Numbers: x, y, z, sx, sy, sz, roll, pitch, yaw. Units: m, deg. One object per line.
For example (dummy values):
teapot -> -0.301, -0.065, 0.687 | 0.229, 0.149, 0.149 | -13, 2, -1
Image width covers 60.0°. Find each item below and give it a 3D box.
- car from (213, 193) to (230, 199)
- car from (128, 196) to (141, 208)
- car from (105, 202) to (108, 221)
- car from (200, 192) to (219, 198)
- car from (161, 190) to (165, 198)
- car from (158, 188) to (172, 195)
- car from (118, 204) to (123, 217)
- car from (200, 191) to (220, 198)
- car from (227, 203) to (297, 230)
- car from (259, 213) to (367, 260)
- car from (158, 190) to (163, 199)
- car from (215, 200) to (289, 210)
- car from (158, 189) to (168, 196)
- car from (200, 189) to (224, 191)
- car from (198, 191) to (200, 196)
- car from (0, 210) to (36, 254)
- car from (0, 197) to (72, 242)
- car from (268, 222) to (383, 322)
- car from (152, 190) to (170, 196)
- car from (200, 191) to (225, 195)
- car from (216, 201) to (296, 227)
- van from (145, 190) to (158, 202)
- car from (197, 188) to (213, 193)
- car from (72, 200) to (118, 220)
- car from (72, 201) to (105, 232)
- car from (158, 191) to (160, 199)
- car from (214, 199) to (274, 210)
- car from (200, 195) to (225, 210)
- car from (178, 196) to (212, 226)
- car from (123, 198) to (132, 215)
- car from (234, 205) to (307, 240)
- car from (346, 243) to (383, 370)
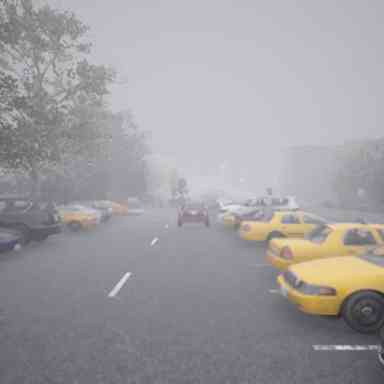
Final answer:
car -> 4.122, 1.302, 43.166 | 1.812, 1.442, 4.674 | 1, 2, 13
car -> -7.835, 1.329, 43.928 | 1.812, 1.442, 4.674 | 0, 2, -6
car -> -8.532, 1.592, 22.780 | 4.674, 1.452, 2.002 | 0, 0, 0
car -> 4.344, 0.650, 83.209 | 4.792, 1.488, 2.163 | 0, 2, 0
car -> -8.965, 0.890, 69.223 | 5.366, 1.575, 1.946 | 0, 1, 0
car -> -8.571, 0.352, 91.401 | 5.366, 1.575, 1.946 | 0, 2, 0
car -> -8.565, 1.454, 28.197 | 4.553, 1.767, 2.185 | 0, 0, 0
car -> 4.343, 0.569, 80.419 | 4.553, 1.767, 2.185 | 0, 1, 0
car -> 4.538, 1.525, 17.212 | 4.892, 1.521, 2.231 | 0, 0, 0
car -> 4.728, 1.481, 8.763 | 5.366, 1.575, 1.946 | 0, 0, 0
car -> -8.811, 0.946, 66.431 | 4.792, 1.488, 2.163 | 0, 0, 0
car -> 4.541, 1.566, 25.541 | 5.008, 1.535, 2.097 | 0, 0, 0
car -> -8.766, 0.763, 77.465 | 5.008, 1.535, 2.097 | 0, 1, 0
car -> 4.264, 0.805, 63.699 | 4.553, 1.767, 2.185 | 0, 0, 0
car -> 4.303, 0.917, 66.479 | 5.008, 1.535, 2.097 | 0, 1, 0
car -> -8.508, 1.526, 11.701 | 4.792, 1.488, 2.163 | 0, 0, 0
car -> -8.565, 1.259, 14.472 | 5.566, 2.045, 2.435 | 0, 0, 0
car -> 4.356, 1.473, 6.111 | 5.366, 1.575, 1.946 | 0, 0, 0
car -> -8.759, 0.247, 94.189 | 5.008, 1.535, 2.097 | 0, 2, 0
car -> 4.318, 0.974, 58.130 | 4.792, 1.488, 2.163 | 0, 0, 0
car -> 4.359, 1.535, 19.989 | 5.366, 1.575, 1.946 | 0, 0, 0
van -> -8.664, 0.721, 58.060 | 4.442, 1.987, 1.878 | 1, 0, 0
car -> 4.272, 0.641, 69.270 | 5.566, 2.045, 2.435 | 0, 1, 0
car -> -8.504, 1.596, 25.550 | 4.792, 1.488, 2.163 | 0, 0, 0
car -> -8.349, 1.535, 20.010 | 5.366, 1.575, 1.946 | 0, 0, 0
car -> -8.791, 0.978, 60.734 | 4.674, 1.452, 2.002 | 0, 0, 0
car -> 4.576, 1.610, 28.317 | 4.792, 1.488, 2.163 | 0, 0, 0
car -> 1.848, 1.523, 39.305 | 1.994, 1.385, 4.181 | 2, 4, 29
car -> 0.107, 1.434, 24.183 | 2.097, 1.767, 4.553 | 0, 0, 0
car -> -8.528, 1.593, 30.967 | 5.008, 1.535, 2.097 | 0, 0, 0
car -> 4.729, 1.507, 14.437 | 5.366, 1.575, 1.946 | 0, 0, 0
car -> 4.547, 1.475, 3.343 | 4.892, 1.521, 2.231 | 0, 0, 0
